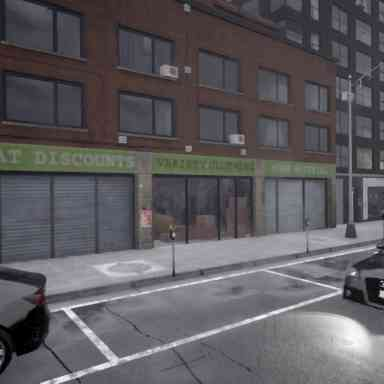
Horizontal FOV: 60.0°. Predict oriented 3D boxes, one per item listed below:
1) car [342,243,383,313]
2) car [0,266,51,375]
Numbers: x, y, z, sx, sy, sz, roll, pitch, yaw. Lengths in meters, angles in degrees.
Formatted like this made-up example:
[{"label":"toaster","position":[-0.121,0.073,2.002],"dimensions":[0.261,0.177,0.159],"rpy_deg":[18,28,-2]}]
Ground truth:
[{"label":"car","position":[4.927,1.561,6.747],"dimensions":[4.181,1.385,1.994],"rpy_deg":[0,0,-35]},{"label":"car","position":[-3.913,1.566,3.753],"dimensions":[4.313,1.339,1.947],"rpy_deg":[0,-1,-35]}]
